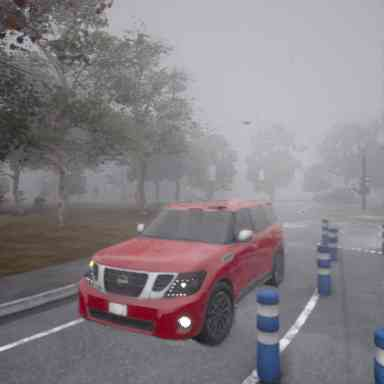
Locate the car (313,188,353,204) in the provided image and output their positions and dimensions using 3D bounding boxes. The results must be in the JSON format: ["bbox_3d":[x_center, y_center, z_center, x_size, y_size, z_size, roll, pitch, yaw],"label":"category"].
[{"bbox_3d":[20.061,0.541,47.158,5.566,2.045,2.150,-1,0,-15],"label":"car"}]

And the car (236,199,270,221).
[{"bbox_3d":[4.525,1.329,25.458,1.994,1.385,4.181,-1,1,2],"label":"car"}]

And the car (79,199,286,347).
[{"bbox_3d":[0.347,1.195,6.871,2.150,2.045,5.566,0,0,29],"label":"car"}]
